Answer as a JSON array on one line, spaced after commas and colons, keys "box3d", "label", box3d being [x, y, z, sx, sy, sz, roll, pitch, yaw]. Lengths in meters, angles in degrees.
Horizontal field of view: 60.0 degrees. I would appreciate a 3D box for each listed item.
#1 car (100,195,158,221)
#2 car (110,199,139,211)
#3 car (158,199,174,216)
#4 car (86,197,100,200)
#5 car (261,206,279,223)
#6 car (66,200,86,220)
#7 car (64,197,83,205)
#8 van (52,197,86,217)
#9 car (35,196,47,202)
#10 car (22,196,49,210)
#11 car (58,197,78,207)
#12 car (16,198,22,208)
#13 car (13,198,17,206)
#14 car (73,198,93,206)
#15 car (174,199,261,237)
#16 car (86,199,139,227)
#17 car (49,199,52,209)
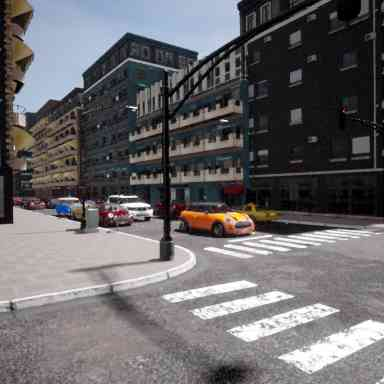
[{"box3d": [-5.403, 1.303, 27.838, 2.150, 2.045, 5.566, -1, 0, -36], "label": "car"}, {"box3d": [-8.644, 1.581, 42.339, 2.008, 1.369, 4.403, -1, 1, -36], "label": "car"}, {"box3d": [-2.210, 1.441, 33.333, 1.967, 1.590, 4.097, -1, 1, -36], "label": "car"}, {"box3d": [-11.557, 1.657, 36.468, 2.033, 1.411, 5.357, -1, 0, -35], "label": "car"}, {"box3d": [4.129, 1.498, 24.468, 1.752, 1.417, 4.829, -1, 1, -36], "label": "car"}, {"box3d": [-8.927, 1.652, 28.324, 1.752, 1.417, 4.829, -1, 1, -36], "label": "car"}, {"box3d": [-21.517, 1.645, 60.349, 2.008, 1.369, 4.403, -1, 1, -36], "label": "car"}, {"box3d": [-12.247, 1.483, 32.963, 1.690, 1.788, 3.998, -1, 1, -36], "label": "van"}, {"box3d": [-37.607, 1.728, 82.862, 1.887, 1.381, 4.507, -1, 1, -36], "label": "car"}, {"box3d": [-21.900, 1.628, 46.472, 1.967, 1.590, 4.097, -1, 1, -36], "label": "car"}, {"box3d": [-20.211, 1.620, 54.069, 1.837, 1.490, 4.892, -1, 0, -36], "label": "car"}, {"box3d": [-25.116, 1.770, 50.975, 1.947, 1.339, 4.313, -1, 1, -36], "label": "car"}, {"box3d": [-31.552, 1.782, 59.980, 1.887, 1.381, 4.507, -1, 1, -36], "label": "car"}, {"box3d": [-18.298, 1.644, 55.847, 1.947, 1.339, 4.313, -1, 1, -36], "label": "car"}, {"box3d": [1.285, 1.402, 18.664, 2.097, 1.767, 4.553, -1, 1, -38], "label": "car"}, {"box3d": [-5.809, 1.553, 23.960, 1.967, 1.590, 4.097, -1, 1, -36], "label": "car"}, {"box3d": [-19.962, 1.696, 48.375, 2.033, 1.411, 5.357, -1, 0, -35], "label": "car"}]
